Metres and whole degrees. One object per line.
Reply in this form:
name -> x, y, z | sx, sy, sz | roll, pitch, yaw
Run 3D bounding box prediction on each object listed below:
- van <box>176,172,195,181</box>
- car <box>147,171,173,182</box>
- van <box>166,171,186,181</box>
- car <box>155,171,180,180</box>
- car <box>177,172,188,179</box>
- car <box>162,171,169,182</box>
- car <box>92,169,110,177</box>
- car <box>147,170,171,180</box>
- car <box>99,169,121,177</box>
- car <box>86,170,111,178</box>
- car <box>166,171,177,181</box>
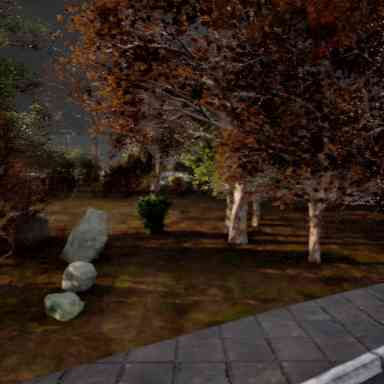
van -> -1.429, -3.446, 74.508 | 1.878, 1.987, 4.442 | 5, 4, 40
car -> -5.813, -2.793, 60.955 | 2.185, 1.767, 4.553 | 5, 4, 40
van -> -3.686, -3.623, 76.122 | 1.878, 1.987, 4.442 | 5, 4, 40
car -> -5.732, -3.830, 77.980 | 2.435, 2.045, 5.566 | 5, 4, 40
car -> 0.271, -2.098, 55.495 | 1.946, 1.575, 5.366 | 6, 4, 40
car -> -3.731, -2.479, 59.136 | 2.231, 1.521, 4.892 | 5, 4, 40
car -> -18.614, -3.754, 71.569 | 1.946, 1.575, 5.366 | 5, 4, 40
car -> -7.837, -4.010, 79.772 | 2.435, 2.045, 5.566 | 5, 4, 40
car -> -22.668, -5.281, 92.395 | 2.435, 2.045, 5.566 | 5, 4, 40
car -> -20.600, -3.933, 73.510 | 2.231, 1.521, 4.892 | 5, 4, 40
car -> -1.504, -2.293, 57.492 | 1.946, 1.575, 5.366 | 5, 4, 40
